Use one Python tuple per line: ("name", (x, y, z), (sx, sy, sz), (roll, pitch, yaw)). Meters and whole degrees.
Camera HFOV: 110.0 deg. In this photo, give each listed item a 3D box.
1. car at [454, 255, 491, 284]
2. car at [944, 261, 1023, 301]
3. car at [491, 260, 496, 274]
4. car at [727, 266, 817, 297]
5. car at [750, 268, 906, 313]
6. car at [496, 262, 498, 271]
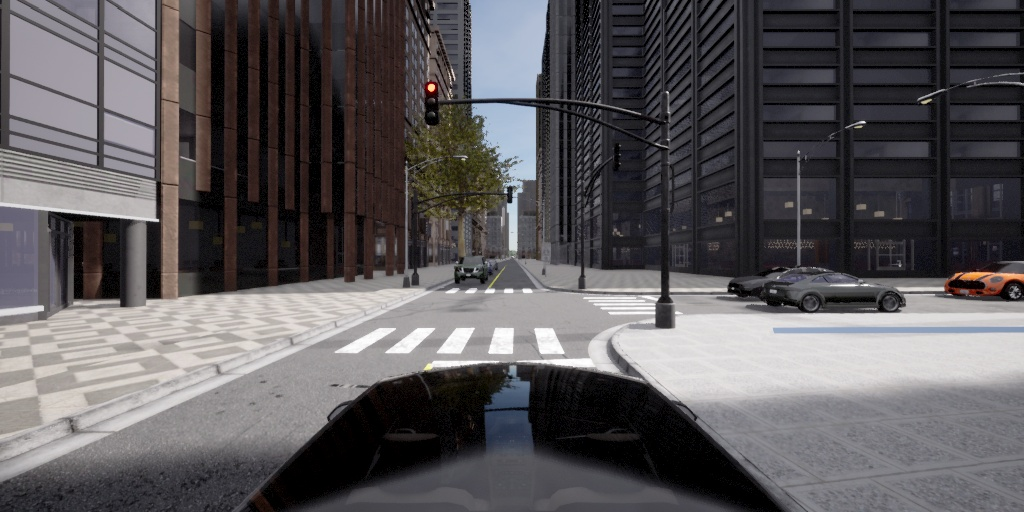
("car", (-3.027, 0.975, 27.647), (2.150, 2.045, 5.566), (0, 0, 0))
("car", (22.696, 1.016, 16.200), (4.553, 1.767, 2.097), (0, 0, 0))
("car", (-2.998, 1.286, 37.669), (1.812, 1.442, 4.674), (0, 0, 0))
("car", (12.412, 1.206, 16.205), (4.892, 1.490, 1.837), (0, 0, 0))
("car", (11.556, 1.256, 13.104), (4.181, 1.385, 1.994), (0, 0, 0))
("car", (-2.946, 1.274, 50.663), (2.128, 1.511, 4.902), (0, 0, 0))
